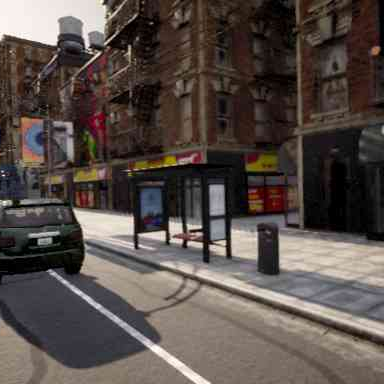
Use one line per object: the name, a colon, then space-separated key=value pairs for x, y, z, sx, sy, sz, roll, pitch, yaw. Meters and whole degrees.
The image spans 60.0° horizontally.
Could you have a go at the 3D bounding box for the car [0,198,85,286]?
car: x=-4.907 y=1.216 z=9.641 sx=2.150 sy=2.045 sz=5.566 roll=-2 pitch=1 yaw=-37
